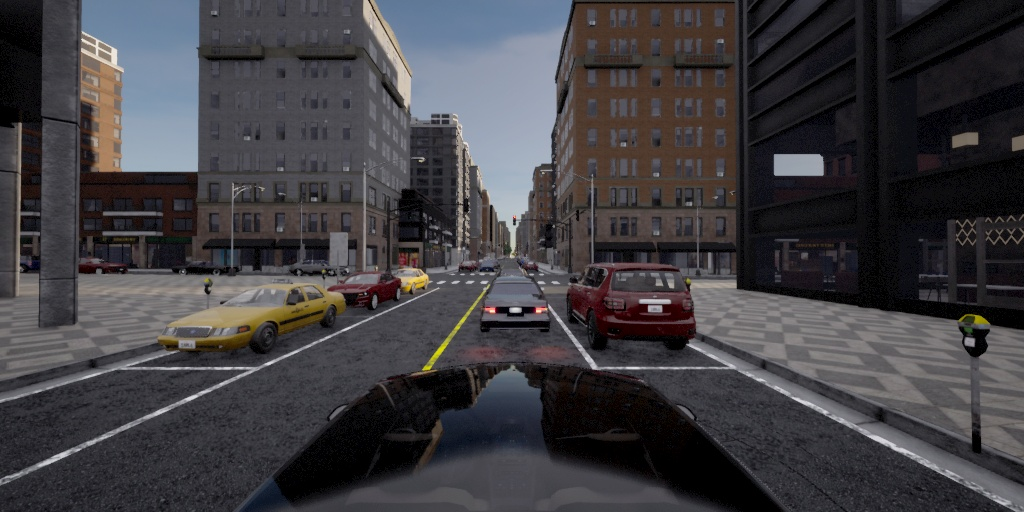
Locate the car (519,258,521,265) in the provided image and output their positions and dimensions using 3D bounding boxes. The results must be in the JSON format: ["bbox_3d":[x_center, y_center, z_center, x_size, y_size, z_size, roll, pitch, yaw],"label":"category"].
[{"bbox_3d":[2.510,1.346,58.679,1.802,1.307,4.207,0,0,0],"label":"car"}]

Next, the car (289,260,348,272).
[{"bbox_3d":[-16.843,1.092,31.449,4.902,1.511,2.128,1,-1,0],"label":"car"}]

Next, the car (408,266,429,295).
[{"bbox_3d":[-5.908,1.279,20.128,1.751,1.417,4.829,0,0,0],"label":"car"}]

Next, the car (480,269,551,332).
[{"bbox_3d":[0.066,1.299,10.795,2.033,1.411,5.357,0,0,0],"label":"car"}]

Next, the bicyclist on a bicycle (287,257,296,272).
[{"bbox_3d":[-23.112,0.909,37.711,0.582,1.620,1.656,0,0,0],"label":"bicyclist on a bicycle"}]

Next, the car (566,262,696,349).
[{"bbox_3d":[2.649,1.066,9.064,2.192,1.841,5.009,0,0,0],"label":"car"}]

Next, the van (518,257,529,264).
[{"bbox_3d":[2.495,1.108,64.352,1.690,1.789,3.998,0,0,0],"label":"van"}]

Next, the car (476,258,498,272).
[{"bbox_3d":[-3.249,1.308,46.758,2.033,1.411,5.357,0,0,-4],"label":"car"}]

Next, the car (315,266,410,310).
[{"bbox_3d":[-5.893,1.298,14.673,1.888,1.381,4.507,0,0,0],"label":"car"}]

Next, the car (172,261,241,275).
[{"bbox_3d":[-26.740,1.112,31.482,4.718,1.301,1.895,1,-1,0],"label":"car"}]

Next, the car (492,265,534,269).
[{"bbox_3d":[0.018,1.355,20.522,1.895,1.301,4.718,0,0,0],"label":"car"}]

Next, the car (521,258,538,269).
[{"bbox_3d":[2.542,1.343,47.332,1.802,1.307,4.207,0,0,0],"label":"car"}]

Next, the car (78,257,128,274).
[{"bbox_3d":[-36.835,0.897,31.524,5.008,1.535,1.882,1,-1,0],"label":"car"}]

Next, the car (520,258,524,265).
[{"bbox_3d":[2.526,1.344,53.005,1.802,1.307,4.207,0,0,0],"label":"car"}]

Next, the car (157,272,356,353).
[{"bbox_3d":[-5.877,1.277,8.879,1.751,1.417,4.829,0,0,0],"label":"car"}]

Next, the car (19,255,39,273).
[{"bbox_3d":[-47.617,0.704,34.694,4.553,1.767,2.097,1,-1,1],"label":"car"}]

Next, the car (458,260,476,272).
[{"bbox_3d":[-5.984,1.306,47.317,1.888,1.381,4.507,0,0,0],"label":"car"}]

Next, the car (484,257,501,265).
[{"bbox_3d":[-3.234,1.328,56.613,1.994,1.385,4.181,0,0,0],"label":"car"}]
